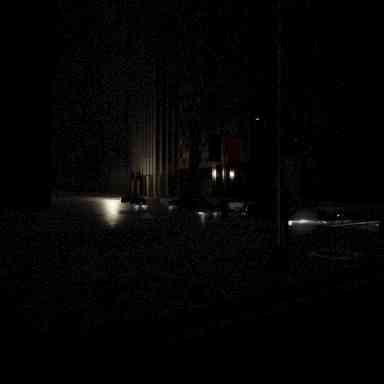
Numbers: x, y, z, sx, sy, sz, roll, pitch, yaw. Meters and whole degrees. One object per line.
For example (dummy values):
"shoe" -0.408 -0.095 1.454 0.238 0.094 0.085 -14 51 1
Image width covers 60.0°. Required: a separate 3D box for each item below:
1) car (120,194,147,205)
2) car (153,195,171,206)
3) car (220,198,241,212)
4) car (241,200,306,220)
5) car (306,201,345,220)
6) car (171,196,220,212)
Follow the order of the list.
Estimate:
"car" -8.070 0.996 45.719 2.033 1.411 5.357 0 1 -35
"car" -3.383 1.105 44.692 1.895 1.301 4.718 0 1 -36
"car" 4.233 1.272 33.865 1.895 1.301 4.718 0 1 -35
"car" 6.130 1.325 25.528 1.994 1.385 4.181 0 1 -36
"car" 9.535 1.390 26.365 1.895 1.301 4.718 0 1 -36
"car" 0.253 1.108 33.875 1.882 1.535 5.008 0 1 -35
